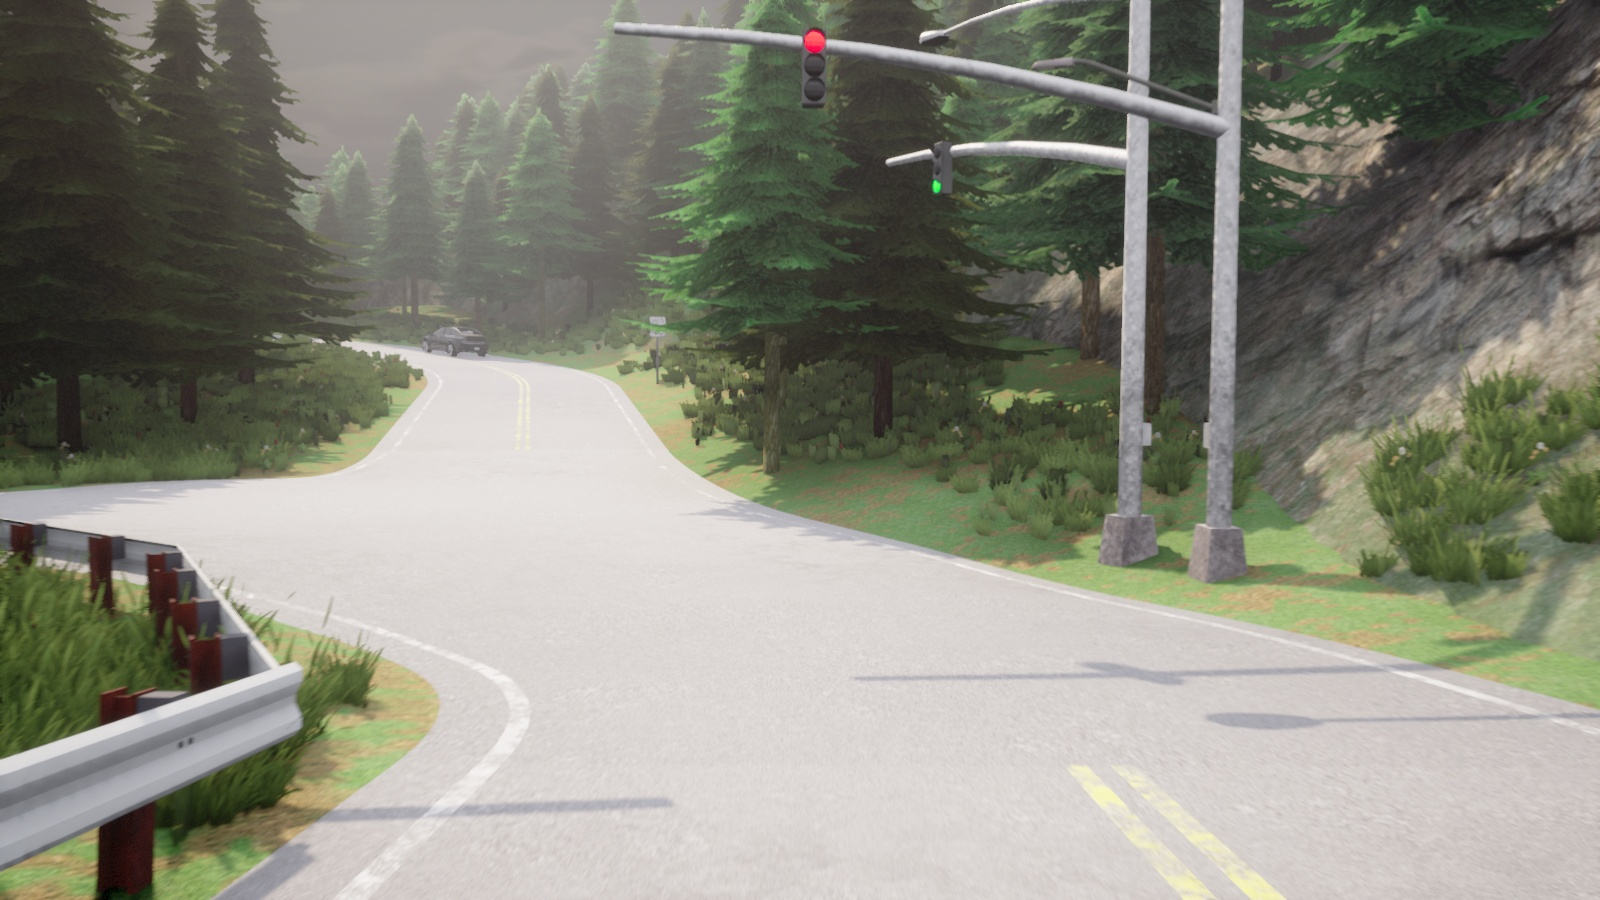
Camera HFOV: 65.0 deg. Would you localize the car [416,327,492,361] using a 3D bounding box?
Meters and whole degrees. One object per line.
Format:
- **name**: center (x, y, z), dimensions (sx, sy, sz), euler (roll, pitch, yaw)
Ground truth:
- **car**: center (-18.121, -5.554, 65.615), dimensions (1.837, 1.490, 4.892), euler (-3, 9, -42)
